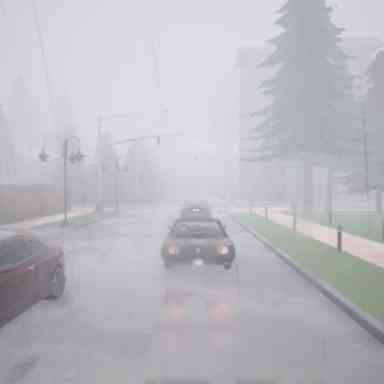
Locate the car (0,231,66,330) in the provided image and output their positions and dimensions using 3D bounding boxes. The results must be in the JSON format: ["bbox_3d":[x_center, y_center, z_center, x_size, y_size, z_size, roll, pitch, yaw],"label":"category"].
[{"bbox_3d":[-3.558,1.438,5.318,1.812,1.442,4.674,0,1,0],"label":"car"}]

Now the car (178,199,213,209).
[{"bbox_3d":[0.223,1.181,20.376,1.837,1.490,4.892,0,1,0],"label":"car"}]

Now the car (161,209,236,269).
[{"bbox_3d":[0.166,1.434,10.457,1.895,1.301,4.718,0,1,0],"label":"car"}]
